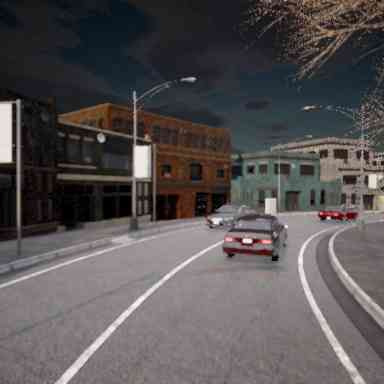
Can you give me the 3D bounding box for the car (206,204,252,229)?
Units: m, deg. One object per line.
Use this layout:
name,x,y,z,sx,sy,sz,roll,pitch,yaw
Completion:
car,2.665,1.543,21.390,2.128,1.511,4.902,1,0,31

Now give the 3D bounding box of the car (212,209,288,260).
car,2.590,1.603,12.854,2.033,1.411,5.357,1,0,20

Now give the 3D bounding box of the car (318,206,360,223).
car,12.582,1.835,28.290,4.718,1.301,1.895,1,0,-45
